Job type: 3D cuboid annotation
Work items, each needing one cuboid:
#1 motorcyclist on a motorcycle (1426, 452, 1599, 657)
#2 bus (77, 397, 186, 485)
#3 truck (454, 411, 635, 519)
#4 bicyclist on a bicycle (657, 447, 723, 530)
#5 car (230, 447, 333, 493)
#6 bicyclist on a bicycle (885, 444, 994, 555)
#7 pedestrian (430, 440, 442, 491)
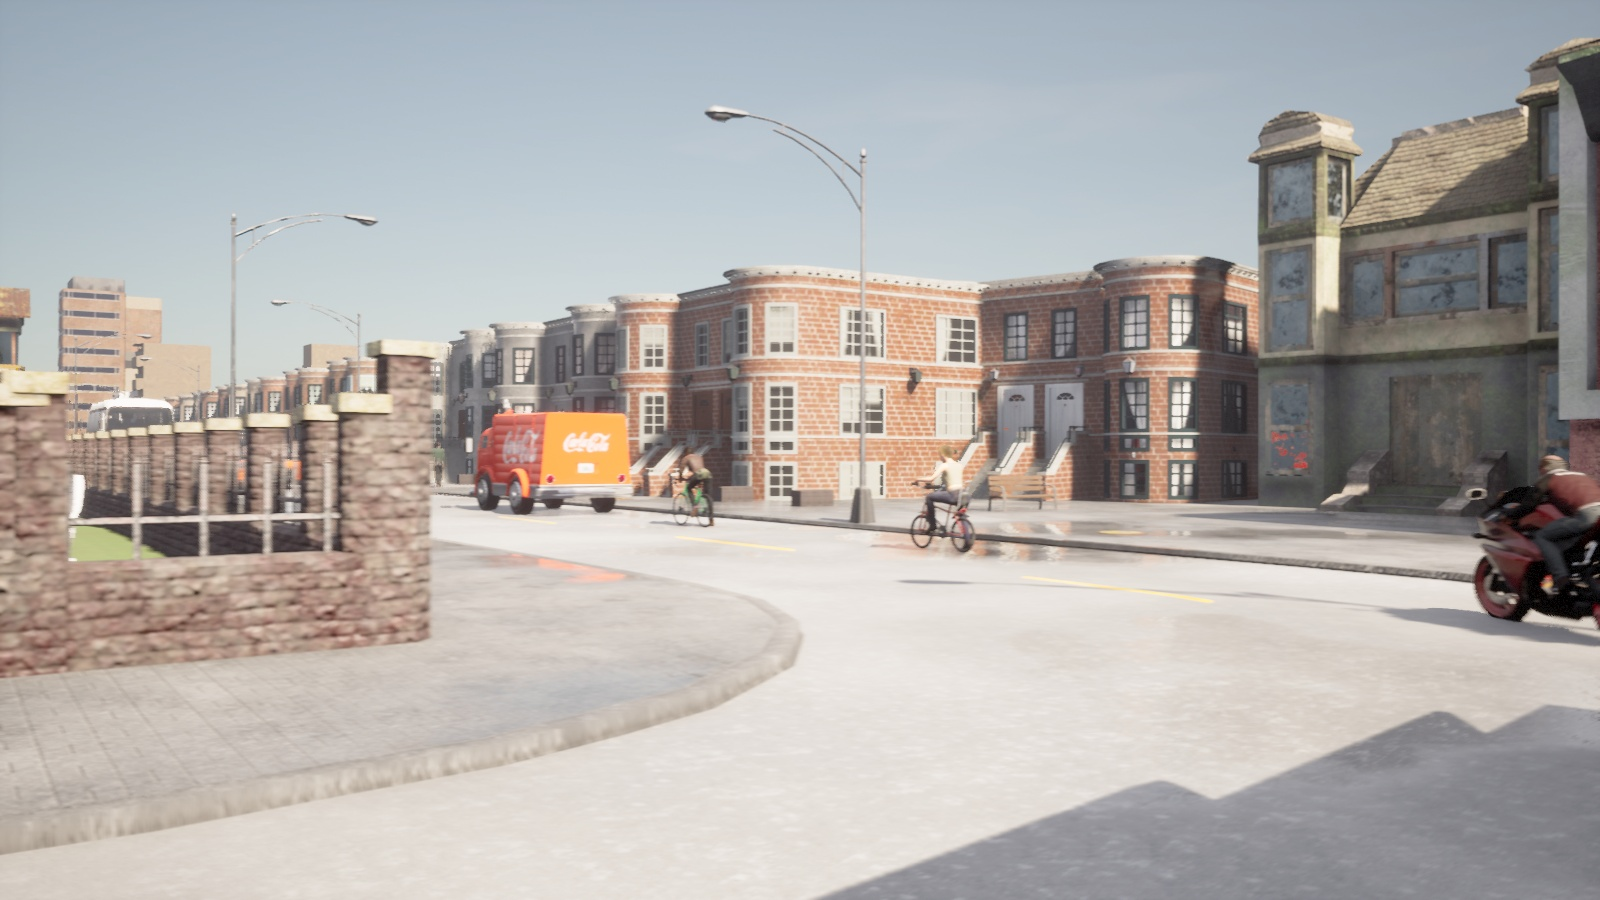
[{"bbox_3d":[6.350,0.793,10.628,0.866,1.530,2.191,-1,0,-4],"label":"motorcyclist on a motorcycle"},{"bbox_3d":[-35.290,-0.395,66.034,3.944,4.253,10.273,0,0,-34],"label":"bus"},{"bbox_3d":[-6.516,0.348,31.564,2.627,2.467,5.204,0,0,-35],"label":"truck"},{"bbox_3d":[-2.231,0.763,25.395,0.582,1.620,1.656,0,0,-35],"label":"bicyclist on a bicycle"},{"bbox_3d":[-20.659,0.770,50.290,2.097,1.767,4.553,0,0,2],"label":"car"},{"bbox_3d":[2.103,0.723,19.097,0.866,1.612,1.509,0,0,-34],"label":"bicyclist on a bicycle"},{"bbox_3d":[-14.165,0.603,48.934,0.423,1.949,0.788,0,0,-15],"label":"pedestrian"}]
